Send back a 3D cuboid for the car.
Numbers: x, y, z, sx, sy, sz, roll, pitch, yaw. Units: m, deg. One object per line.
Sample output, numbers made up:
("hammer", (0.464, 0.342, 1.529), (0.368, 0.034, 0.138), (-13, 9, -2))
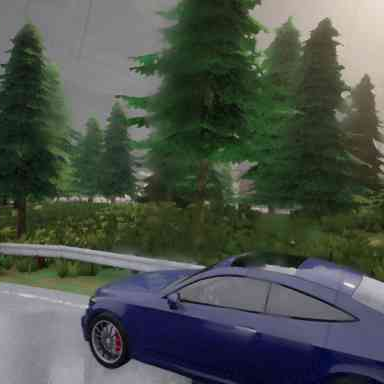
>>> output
("car", (0.726, 1.500, 4.117), (4.674, 1.442, 1.812), (1, 1, 31))
